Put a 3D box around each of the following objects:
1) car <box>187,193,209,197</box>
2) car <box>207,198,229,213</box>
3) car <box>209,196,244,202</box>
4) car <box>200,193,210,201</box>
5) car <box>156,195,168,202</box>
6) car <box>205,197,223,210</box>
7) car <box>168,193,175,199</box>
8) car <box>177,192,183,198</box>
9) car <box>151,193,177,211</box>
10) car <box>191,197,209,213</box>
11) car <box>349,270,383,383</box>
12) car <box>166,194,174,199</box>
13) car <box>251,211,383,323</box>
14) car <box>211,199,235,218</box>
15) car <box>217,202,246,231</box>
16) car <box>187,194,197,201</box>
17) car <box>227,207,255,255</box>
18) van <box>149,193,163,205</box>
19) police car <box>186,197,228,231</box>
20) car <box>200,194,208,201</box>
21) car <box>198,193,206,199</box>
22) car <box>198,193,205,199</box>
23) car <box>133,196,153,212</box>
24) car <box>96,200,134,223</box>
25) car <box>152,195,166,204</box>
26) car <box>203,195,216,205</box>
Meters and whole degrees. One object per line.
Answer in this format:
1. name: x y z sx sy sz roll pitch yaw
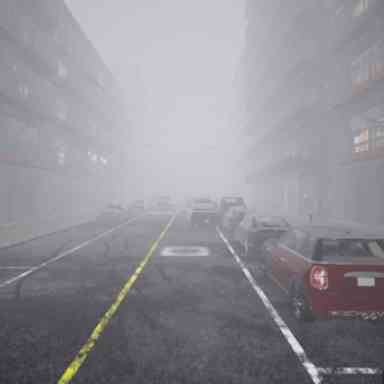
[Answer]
1. car: 0.857 1.206 30.018 2.097 1.767 4.553 0 0 0
2. car: 2.691 1.370 35.455 1.887 1.381 4.507 1 0 0
3. car: 2.697 1.199 24.112 2.192 1.841 5.009 1 0 0
4. car: 2.684 1.081 69.479 1.967 1.590 4.097 1 0 0
5. car: -5.696 1.224 63.869 2.008 1.369 4.403 1 0 0
6. car: 2.690 1.341 41.125 1.887 1.381 4.507 1 0 0
7. car: -5.703 1.033 92.055 1.752 1.417 4.829 1 0 0
8. car: -3.021 0.892 78.614 1.837 1.490 4.892 0 0 0
9. car: -3.104 1.168 37.327 2.097 1.767 4.553 0 0 0
10. car: 0.834 1.328 36.050 1.837 1.490 4.892 0 0 0
11. car: 2.700 1.559 1.430 1.947 1.339 4.313 1 0 0
12. car: -5.702 1.107 86.554 1.947 1.339 4.313 1 0 0
13. car: 2.700 1.407 7.100 1.967 1.590 4.097 1 0 0
14. car: 2.693 1.380 29.954 1.752 1.417 4.829 1 0 0
15. car: 2.696 1.464 18.442 2.008 1.369 4.403 1 0 0
16. car: -0.019 1.087 70.228 1.994 1.385 4.181 0 0 0
17. car: 2.697 1.491 12.771 2.008 1.369 4.403 1 0 0
18. van: -5.690 1.077 52.525 1.690 1.788 3.998 1 0 0
19. police car: 0.692 1.329 20.145 1.930 1.638 5.238 0 0 -2
20. car: 2.682 1.190 75.152 1.802 1.307 4.206 1 0 0
21. car: 2.680 0.981 86.490 1.967 1.590 4.097 1 0 0
22. car: 2.677 1.052 92.162 1.887 1.381 4.507 1 0 0
23. car: -5.689 1.391 35.512 1.947 1.339 4.313 1 0 0
24. car: -5.687 1.466 24.169 1.802 1.307 4.206 1 0 0
25. car: -5.695 1.250 58.197 1.887 1.381 4.507 1 0 0
26. car: 2.687 1.260 52.637 1.752 1.417 4.829 1 0 0
